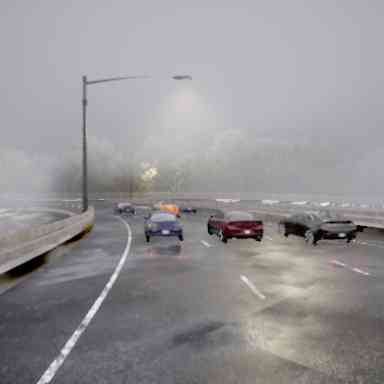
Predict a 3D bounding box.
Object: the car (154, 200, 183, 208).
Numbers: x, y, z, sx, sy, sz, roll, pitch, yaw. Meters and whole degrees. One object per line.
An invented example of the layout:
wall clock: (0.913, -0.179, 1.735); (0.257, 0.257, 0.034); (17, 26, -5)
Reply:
car: (-3.003, 1.698, 36.739); (2.097, 1.767, 4.553); (0, -1, -19)

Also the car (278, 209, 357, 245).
car: (5.768, 1.581, 15.936); (2.128, 1.511, 4.902); (0, 0, -8)

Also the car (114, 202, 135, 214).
car: (-8.358, 1.956, 41.012); (1.812, 1.442, 4.674); (0, -1, -23)

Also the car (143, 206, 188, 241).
car: (-1.576, 1.694, 17.627); (1.812, 1.442, 4.674); (0, 0, -9)

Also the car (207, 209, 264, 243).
car: (2.060, 1.609, 17.038); (1.882, 1.535, 5.008); (0, 0, -9)

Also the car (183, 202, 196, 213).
car: (-0.999, 1.934, 41.424); (1.994, 1.385, 4.181); (0, -1, -21)
